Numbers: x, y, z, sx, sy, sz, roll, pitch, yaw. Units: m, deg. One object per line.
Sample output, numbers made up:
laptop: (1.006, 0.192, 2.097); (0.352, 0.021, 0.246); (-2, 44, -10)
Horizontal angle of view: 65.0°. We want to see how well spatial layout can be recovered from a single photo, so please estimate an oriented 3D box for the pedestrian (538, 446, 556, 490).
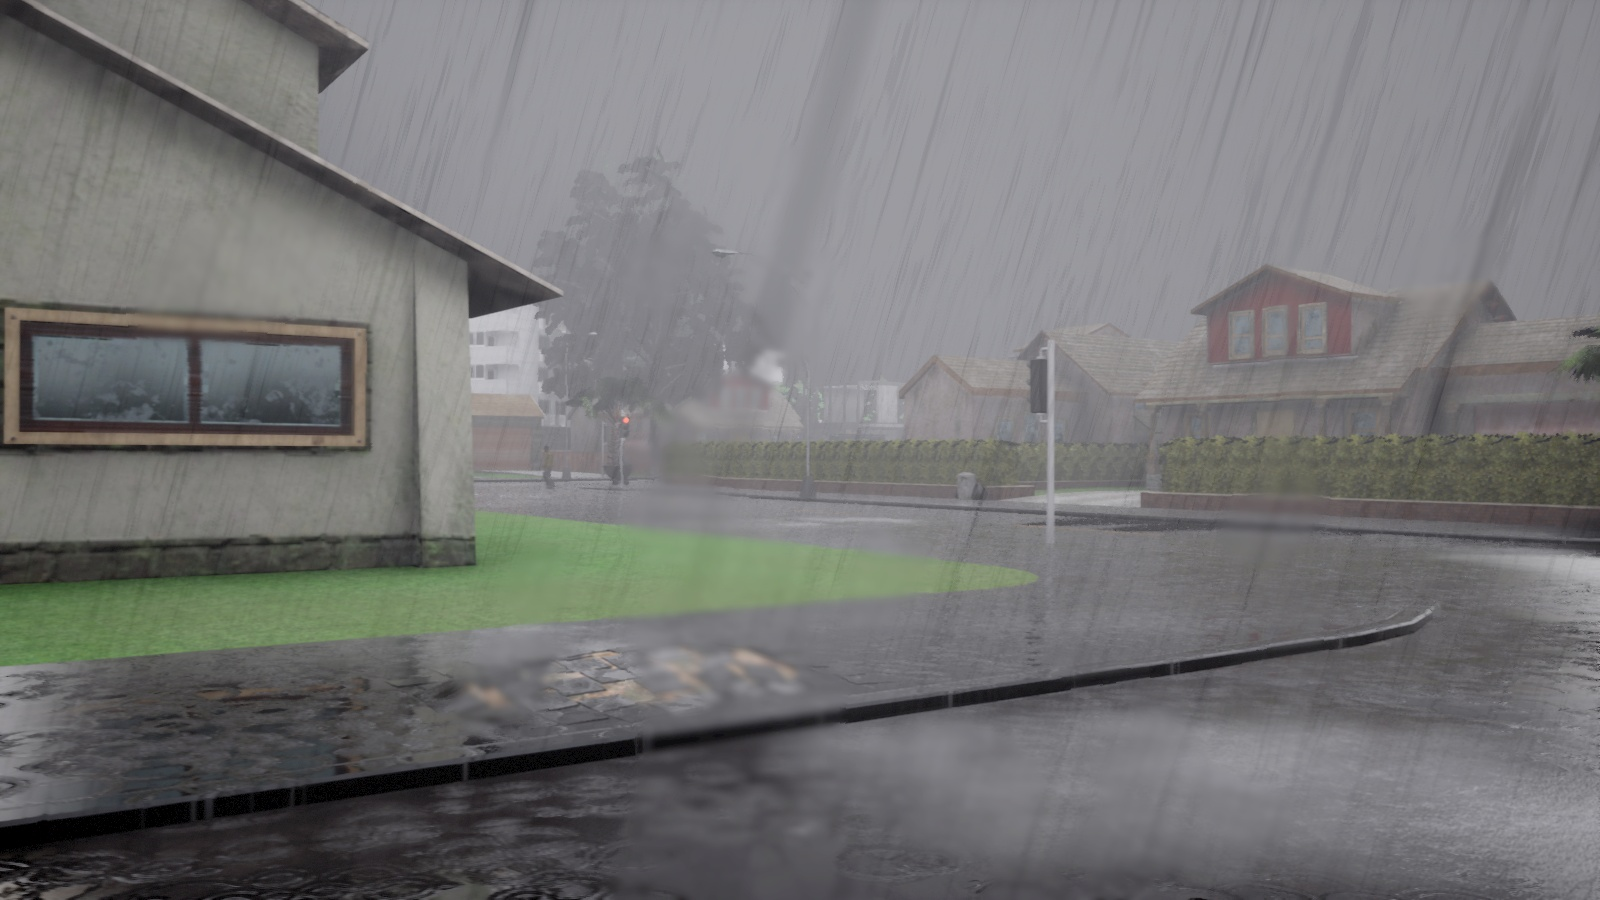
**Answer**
pedestrian: (-10.515, 0.741, 52.211); (0.709, 1.840, 0.431); (0, 0, -14)
